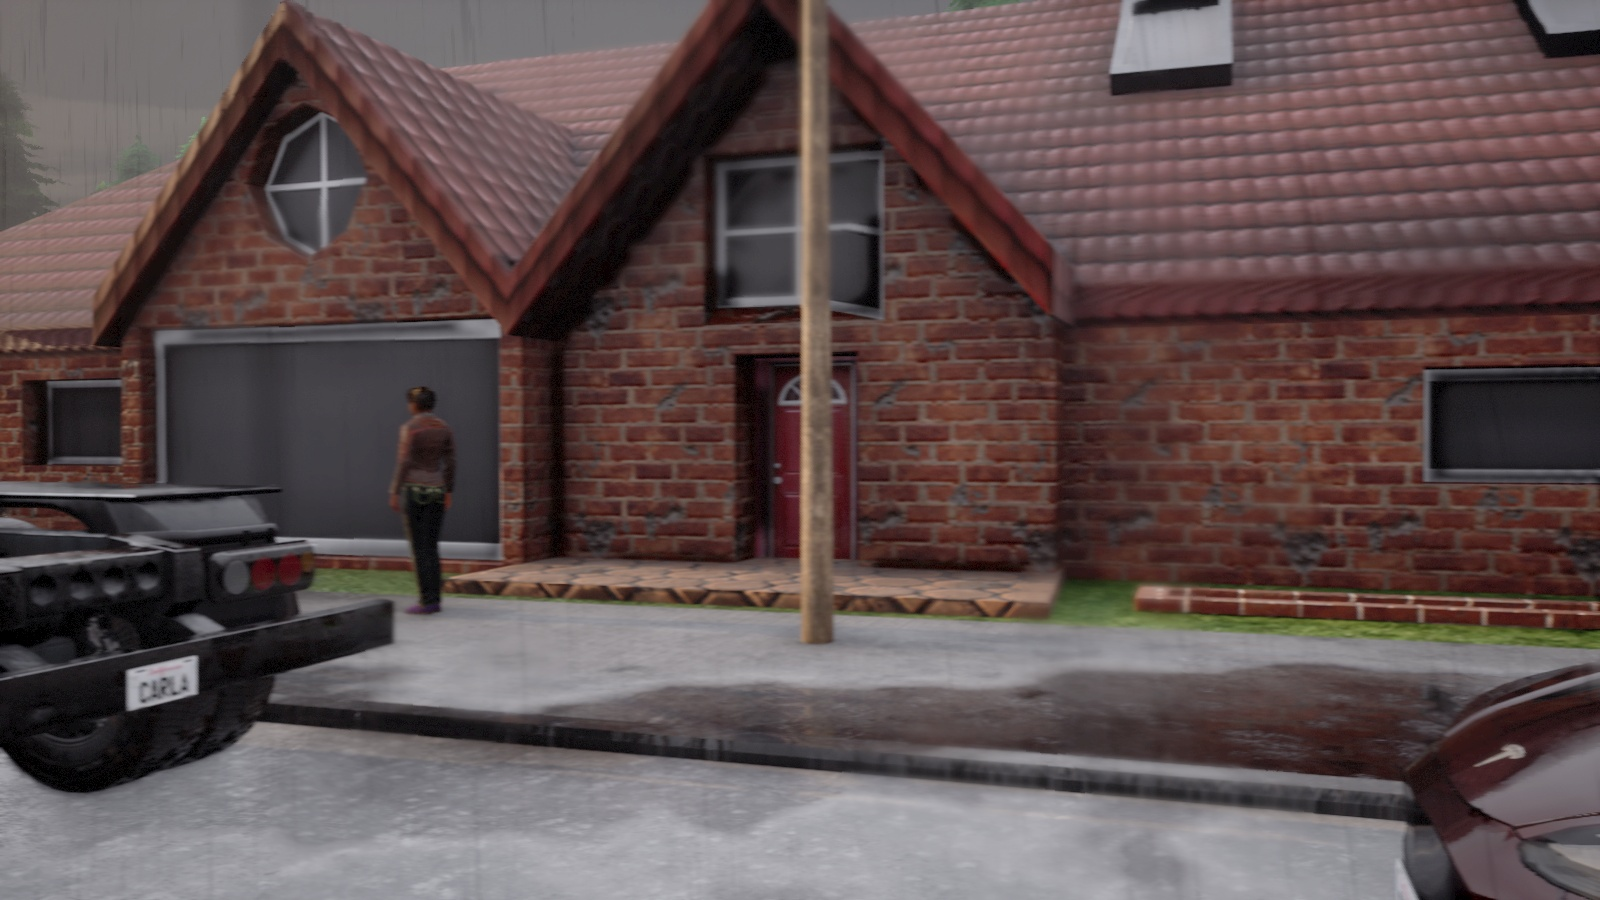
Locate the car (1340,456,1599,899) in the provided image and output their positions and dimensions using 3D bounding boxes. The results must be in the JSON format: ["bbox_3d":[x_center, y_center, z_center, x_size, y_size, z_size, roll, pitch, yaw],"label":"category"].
[{"bbox_3d":[3.766,0.801,2.457,4.792,1.488,2.163,1,1,18],"label":"car"}]

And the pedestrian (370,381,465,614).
[{"bbox_3d":[-3.099,0.362,10.161,0.869,1.805,0.328,1,1,42],"label":"pedestrian"}]

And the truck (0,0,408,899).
[{"bbox_3d":[-6.016,-0.270,5.718,7.936,3.462,2.891,1,1,20],"label":"truck"}]
